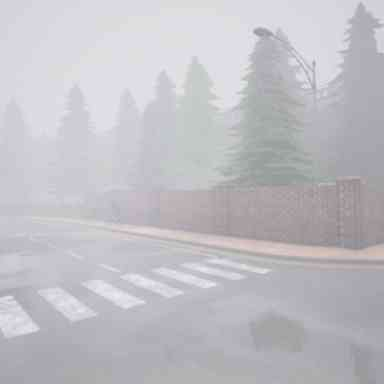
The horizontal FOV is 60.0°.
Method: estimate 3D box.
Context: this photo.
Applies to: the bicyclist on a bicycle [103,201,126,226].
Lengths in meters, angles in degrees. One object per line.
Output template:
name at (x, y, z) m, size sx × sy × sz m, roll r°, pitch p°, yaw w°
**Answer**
bicyclist on a bicycle at (-5.280, 1.466, 22.630) m, size 1.656 × 1.620 × 0.582 m, roll -2°, pitch 0°, yaw -39°
